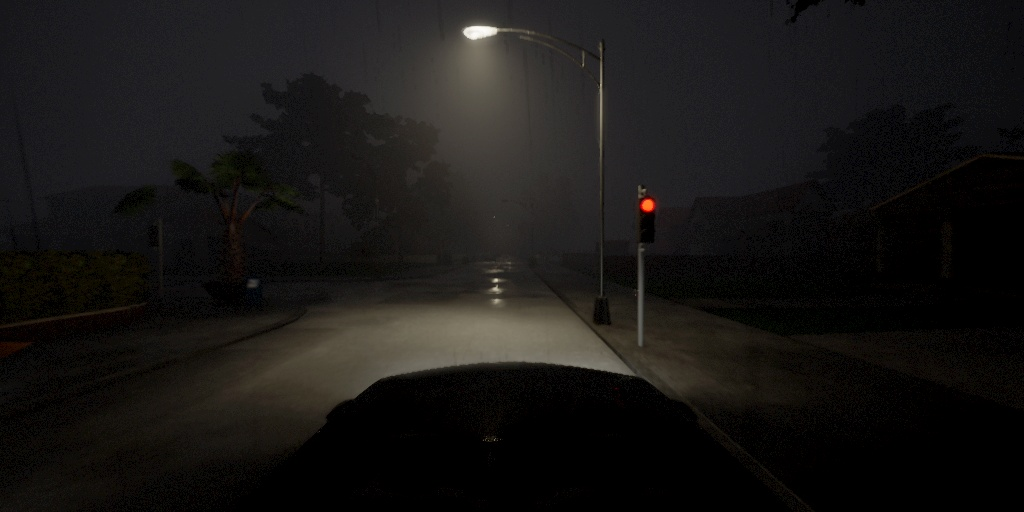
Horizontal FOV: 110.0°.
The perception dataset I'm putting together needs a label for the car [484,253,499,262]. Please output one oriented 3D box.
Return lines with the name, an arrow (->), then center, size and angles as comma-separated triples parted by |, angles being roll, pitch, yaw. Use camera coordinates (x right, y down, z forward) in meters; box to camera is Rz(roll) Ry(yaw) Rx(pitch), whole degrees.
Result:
car -> -3.996, 0.360, 64.393 | 2.033, 1.411, 5.357 | 0, 1, 0
